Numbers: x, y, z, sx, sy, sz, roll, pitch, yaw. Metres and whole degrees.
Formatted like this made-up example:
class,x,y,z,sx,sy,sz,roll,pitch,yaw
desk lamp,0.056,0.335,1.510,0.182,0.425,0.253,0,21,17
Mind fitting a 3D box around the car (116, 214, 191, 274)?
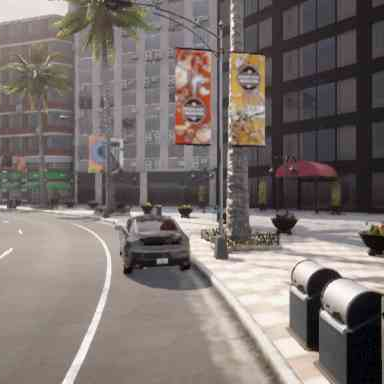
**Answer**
class,x,y,z,sx,sy,sz,roll,pitch,yaw
car,-1.341,1.490,10.678,1.837,1.490,4.892,0,0,-14
